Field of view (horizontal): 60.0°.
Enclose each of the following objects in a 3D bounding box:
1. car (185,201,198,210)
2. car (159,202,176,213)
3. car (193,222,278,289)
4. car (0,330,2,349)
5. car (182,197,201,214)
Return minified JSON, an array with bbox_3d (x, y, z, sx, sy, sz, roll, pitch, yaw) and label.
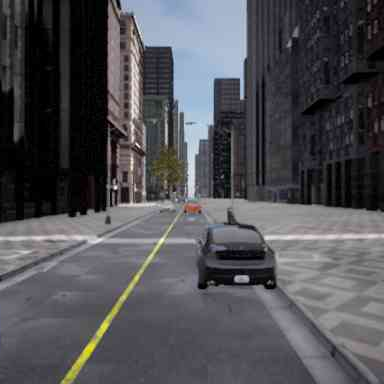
[{"bbox_3d":[-0.042,2.150,53.974,1.994,1.385,4.181,0,-1,0],"label":"car"},{"bbox_3d":[-3.129,1.988,43.280,1.812,1.442,4.674,0,-1,0],"label":"car"},{"bbox_3d":[1.045,1.603,9.398,1.837,1.490,4.892,0,-1,0],"label":"car"},{"bbox_3d":[-3.099,1.497,1.713,1.882,1.535,5.008,0,-1,0],"label":"car"},{"bbox_3d":[0.057,1.810,42.979,2.097,1.767,4.553,0,-1,-1],"label":"car"}]
